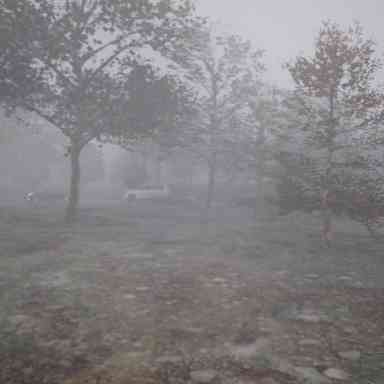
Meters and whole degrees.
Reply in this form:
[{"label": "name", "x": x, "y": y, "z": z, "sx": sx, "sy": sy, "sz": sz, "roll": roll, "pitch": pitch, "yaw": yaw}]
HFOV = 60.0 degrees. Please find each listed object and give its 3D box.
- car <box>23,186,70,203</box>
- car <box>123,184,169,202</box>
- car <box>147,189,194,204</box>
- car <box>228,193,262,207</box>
[{"label": "car", "x": -14.672, "y": 0.195, "z": 34.056, "sx": 4.553, "sy": 1.767, "sz": 2.097, "roll": 0, "pitch": 2, "yaw": -38}, {"label": "car", "x": -5.245, "y": 0.113, "z": 38.964, "sx": 5.566, "sy": 2.045, "sz": 2.150, "roll": 1, "pitch": 1, "yaw": -9}, {"label": "car", "x": -2.163, "y": 0.643, "z": 36.313, "sx": 4.718, "sy": 1.301, "sz": 1.895, "roll": 2, "pitch": 1, "yaw": -4}, {"label": "car", "x": 6.245, "y": 0.845, "z": 34.939, "sx": 5.008, "sy": 1.535, "sz": 1.882, "roll": 3, "pitch": 2, "yaw": 26}]
